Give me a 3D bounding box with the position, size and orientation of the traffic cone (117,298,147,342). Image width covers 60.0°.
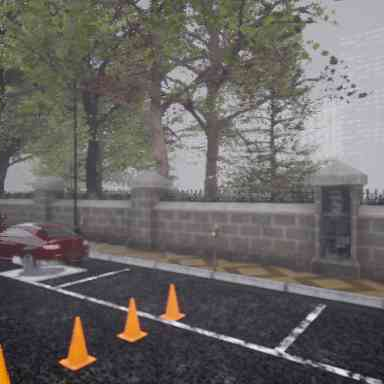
[{"bbox_3d":[-0.950,1.977,5.267,0.340,0.580,0.340,0,0,36],"label":"traffic cone"}]

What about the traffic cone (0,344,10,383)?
[{"bbox_3d":[-2.117,1.969,3.642,0.340,0.580,0.340,0,0,36],"label":"traffic cone"}]

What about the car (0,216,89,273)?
[{"bbox_3d":[-5.023,1.618,10.528,4.206,1.307,1.802,0,-1,34],"label":"car"}]

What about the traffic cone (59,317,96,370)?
[{"bbox_3d":[-1.533,1.973,4.454,0.340,0.580,0.340,0,0,36],"label":"traffic cone"}]

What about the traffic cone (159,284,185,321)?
[{"bbox_3d":[-0.367,1.981,6.078,0.340,0.580,0.340,0,0,36],"label":"traffic cone"}]

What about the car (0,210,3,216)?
[{"bbox_3d":[-9.612,1.353,13.679,5.009,1.841,2.192,0,-1,34],"label":"car"}]
